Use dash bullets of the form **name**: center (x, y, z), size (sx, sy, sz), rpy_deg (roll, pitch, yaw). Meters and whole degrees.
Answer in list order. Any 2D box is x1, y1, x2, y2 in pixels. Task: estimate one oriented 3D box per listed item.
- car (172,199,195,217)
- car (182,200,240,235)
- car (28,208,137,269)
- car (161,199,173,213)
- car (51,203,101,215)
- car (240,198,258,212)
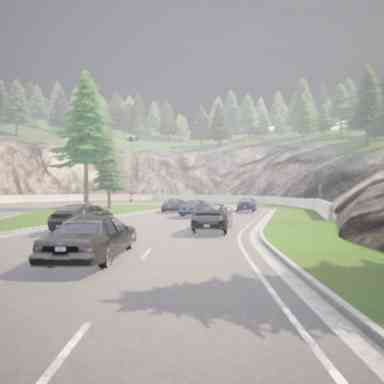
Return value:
- **car**: center (0.362, 1.378, 28.534), size (2.033, 1.411, 5.357), rpy_deg (0, 0, 16)
- **car**: center (1.220, 1.383, 18.247), size (2.128, 1.511, 4.902), rpy_deg (0, 0, 12)
- **car**: center (-3.216, 1.482, 10.927), size (2.033, 1.411, 5.357), rpy_deg (0, 0, 3)
- **car**: center (-1.664, 1.361, 34.193), size (1.994, 1.385, 4.181), rpy_deg (0, 0, 15)
- **car**: center (-5.883, 1.396, 18.238), size (1.837, 1.490, 4.892), rpy_deg (0, 0, 11)
- **car**: center (5.754, 1.319, 34.667), size (1.812, 1.442, 4.674), rpy_deg (0, 0, 15)
